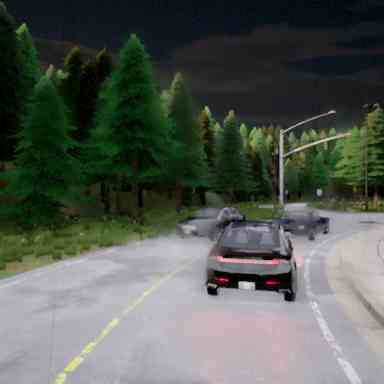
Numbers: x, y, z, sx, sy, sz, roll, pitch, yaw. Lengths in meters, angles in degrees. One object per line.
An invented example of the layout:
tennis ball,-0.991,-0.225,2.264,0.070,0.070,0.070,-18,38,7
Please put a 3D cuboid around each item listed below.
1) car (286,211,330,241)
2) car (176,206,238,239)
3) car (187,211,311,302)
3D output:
car,5.572,1.589,16.836,1.895,1.301,4.718,0,0,34
car,1.094,1.480,16.567,2.128,1.511,4.902,0,0,32
car,1.588,1.486,8.399,2.128,1.511,4.902,0,0,14
